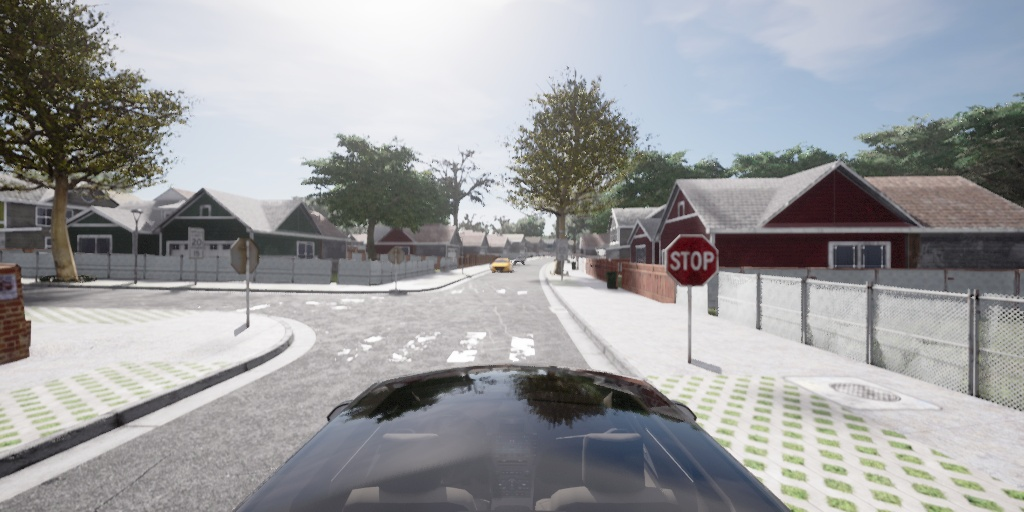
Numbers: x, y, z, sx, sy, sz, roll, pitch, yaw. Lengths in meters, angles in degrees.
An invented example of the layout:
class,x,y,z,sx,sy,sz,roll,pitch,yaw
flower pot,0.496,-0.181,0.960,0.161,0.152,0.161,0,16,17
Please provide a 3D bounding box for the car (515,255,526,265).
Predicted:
class,x,y,z,sx,sy,sz,roll,pitch,yaw
car,1.313,0.635,60.585,1.837,1.490,4.892,0,1,8

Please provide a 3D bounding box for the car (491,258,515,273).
class,x,y,z,sx,sy,sz,roll,pitch,yaw
car,-1.079,1.012,39.432,1.882,1.535,5.008,0,1,5
